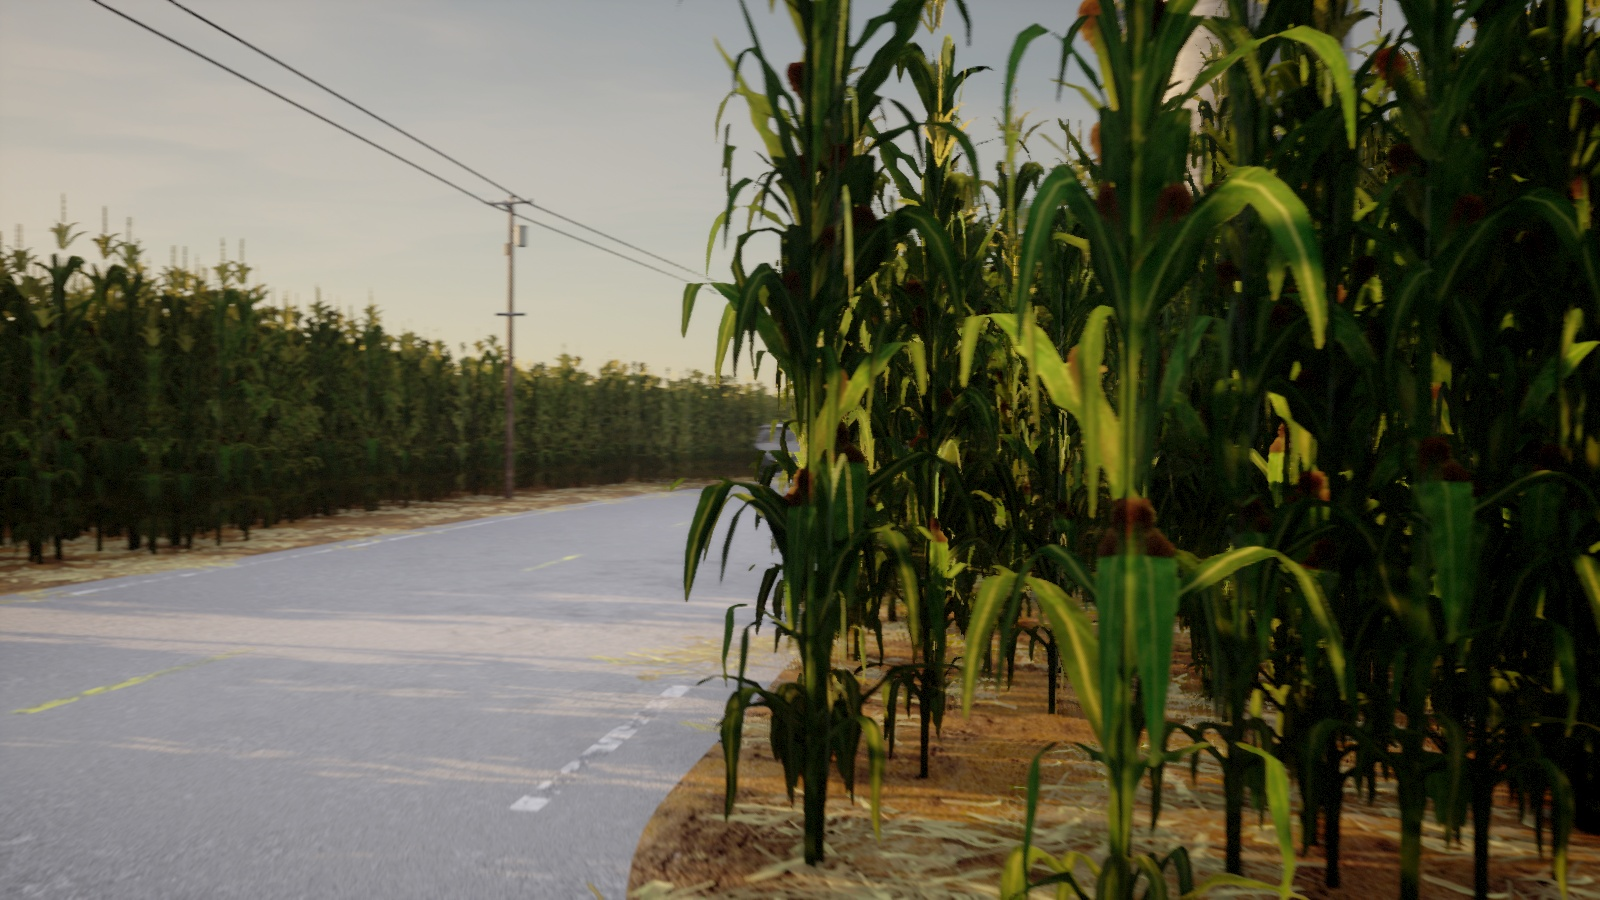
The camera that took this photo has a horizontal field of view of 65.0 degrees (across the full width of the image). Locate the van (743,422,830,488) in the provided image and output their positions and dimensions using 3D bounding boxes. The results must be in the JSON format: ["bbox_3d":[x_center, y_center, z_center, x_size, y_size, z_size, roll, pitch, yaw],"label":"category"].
[{"bbox_3d":[-0.367,0.143,40.361,1.775,1.987,4.442,0,0,14],"label":"van"}]
